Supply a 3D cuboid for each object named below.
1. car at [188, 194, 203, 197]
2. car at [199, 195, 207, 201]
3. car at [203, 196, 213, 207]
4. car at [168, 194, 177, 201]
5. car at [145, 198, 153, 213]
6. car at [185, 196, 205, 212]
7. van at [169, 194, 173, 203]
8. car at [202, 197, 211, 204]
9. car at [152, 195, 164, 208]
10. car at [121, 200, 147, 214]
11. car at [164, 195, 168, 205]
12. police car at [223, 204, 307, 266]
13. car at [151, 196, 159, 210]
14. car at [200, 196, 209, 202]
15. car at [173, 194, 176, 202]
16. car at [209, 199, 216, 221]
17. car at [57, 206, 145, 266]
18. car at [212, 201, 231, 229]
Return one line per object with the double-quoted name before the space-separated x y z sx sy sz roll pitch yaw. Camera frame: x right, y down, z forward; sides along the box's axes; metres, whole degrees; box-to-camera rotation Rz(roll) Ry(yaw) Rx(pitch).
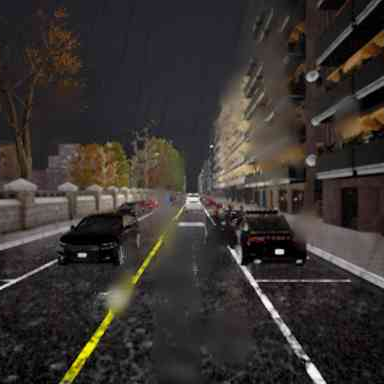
"car" 0.204 1.286 51.707 2.150 2.045 5.566 0 0 0
"car" 3.051 1.606 91.591 1.967 1.590 4.097 0 0 0
"car" 2.895 1.648 52.179 1.802 1.307 4.206 0 0 0
"car" -5.329 1.481 91.625 2.192 1.841 5.009 0 0 0
"car" -5.552 1.615 35.325 1.802 1.307 4.206 0 0 0
"car" 0.214 1.563 38.660 1.812 1.442 4.674 0 0 1
"van" -5.419 1.447 69.105 1.690 1.788 3.998 0 0 0
"car" 2.962 1.688 69.071 1.802 1.307 4.206 0 0 0
"car" -5.507 1.492 46.582 1.967 1.590 4.097 0 0 0
"car" -5.574 1.593 29.695 1.947 1.339 4.313 0 0 0
"car" -5.486 1.381 52.213 2.192 1.841 5.009 0 0 0
"police car" 2.410 1.436 11.700 1.930 1.638 5.238 0 0 0
"car" -5.530 1.585 40.953 1.887 1.381 4.507 0 0 0
"car" 3.006 1.700 80.332 1.947 1.339 4.313 0 0 0
"car" -5.374 1.700 80.365 1.947 1.339 4.313 0 0 0
"car" 2.806 1.573 29.661 1.887 1.381 4.507 0 0 0
"car" -3.056 1.488 11.781 1.882 1.535 5.008 0 0 0
"car" 2.784 1.573 24.030 2.008 1.369 4.403 0 0 0
